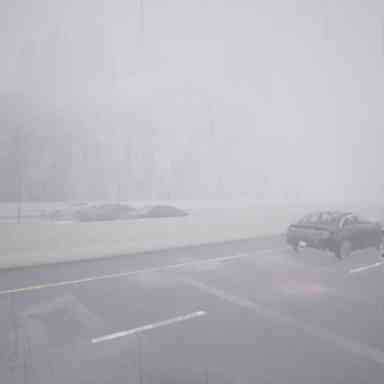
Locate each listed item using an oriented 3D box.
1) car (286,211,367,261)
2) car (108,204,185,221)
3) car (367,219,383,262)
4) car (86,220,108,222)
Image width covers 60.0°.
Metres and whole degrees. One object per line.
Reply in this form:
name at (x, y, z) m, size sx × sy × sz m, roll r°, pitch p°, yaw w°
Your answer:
car at (5.509, 1.475, 12.331) m, size 4.902 × 1.511 × 2.128 m, roll 0°, pitch 0°, yaw -38°
car at (-2.292, 1.470, 19.779) m, size 4.674 × 1.442 × 1.812 m, roll 0°, pitch 0°, yaw -38°
car at (7.362, 1.218, 9.304) m, size 5.566 × 2.045 × 2.150 m, roll 0°, pitch 0°, yaw -38°
car at (-5.099, 1.495, 22.060) m, size 4.181 × 1.385 × 1.994 m, roll 0°, pitch 0°, yaw -38°
